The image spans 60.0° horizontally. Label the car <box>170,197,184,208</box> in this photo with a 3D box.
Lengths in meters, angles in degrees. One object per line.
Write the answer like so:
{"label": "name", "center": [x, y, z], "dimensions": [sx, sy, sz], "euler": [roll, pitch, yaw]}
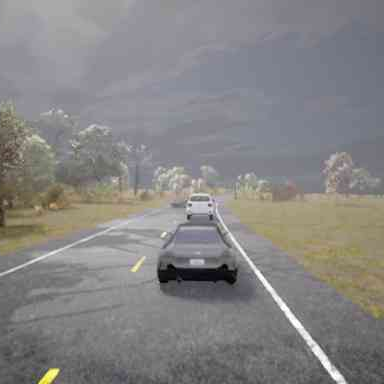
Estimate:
{"label": "car", "center": [-1.915, 1.478, 46.921], "dimensions": [1.837, 1.490, 4.892], "euler": [0, 0, 4]}

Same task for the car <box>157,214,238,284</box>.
{"label": "car", "center": [0.164, 1.562, 9.589], "dimensions": [1.994, 1.385, 4.181], "euler": [0, 0, 1]}

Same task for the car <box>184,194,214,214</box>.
{"label": "car", "center": [0.750, 1.208, 28.906], "dimensions": [2.150, 2.045, 5.566], "euler": [0, 0, 3]}
